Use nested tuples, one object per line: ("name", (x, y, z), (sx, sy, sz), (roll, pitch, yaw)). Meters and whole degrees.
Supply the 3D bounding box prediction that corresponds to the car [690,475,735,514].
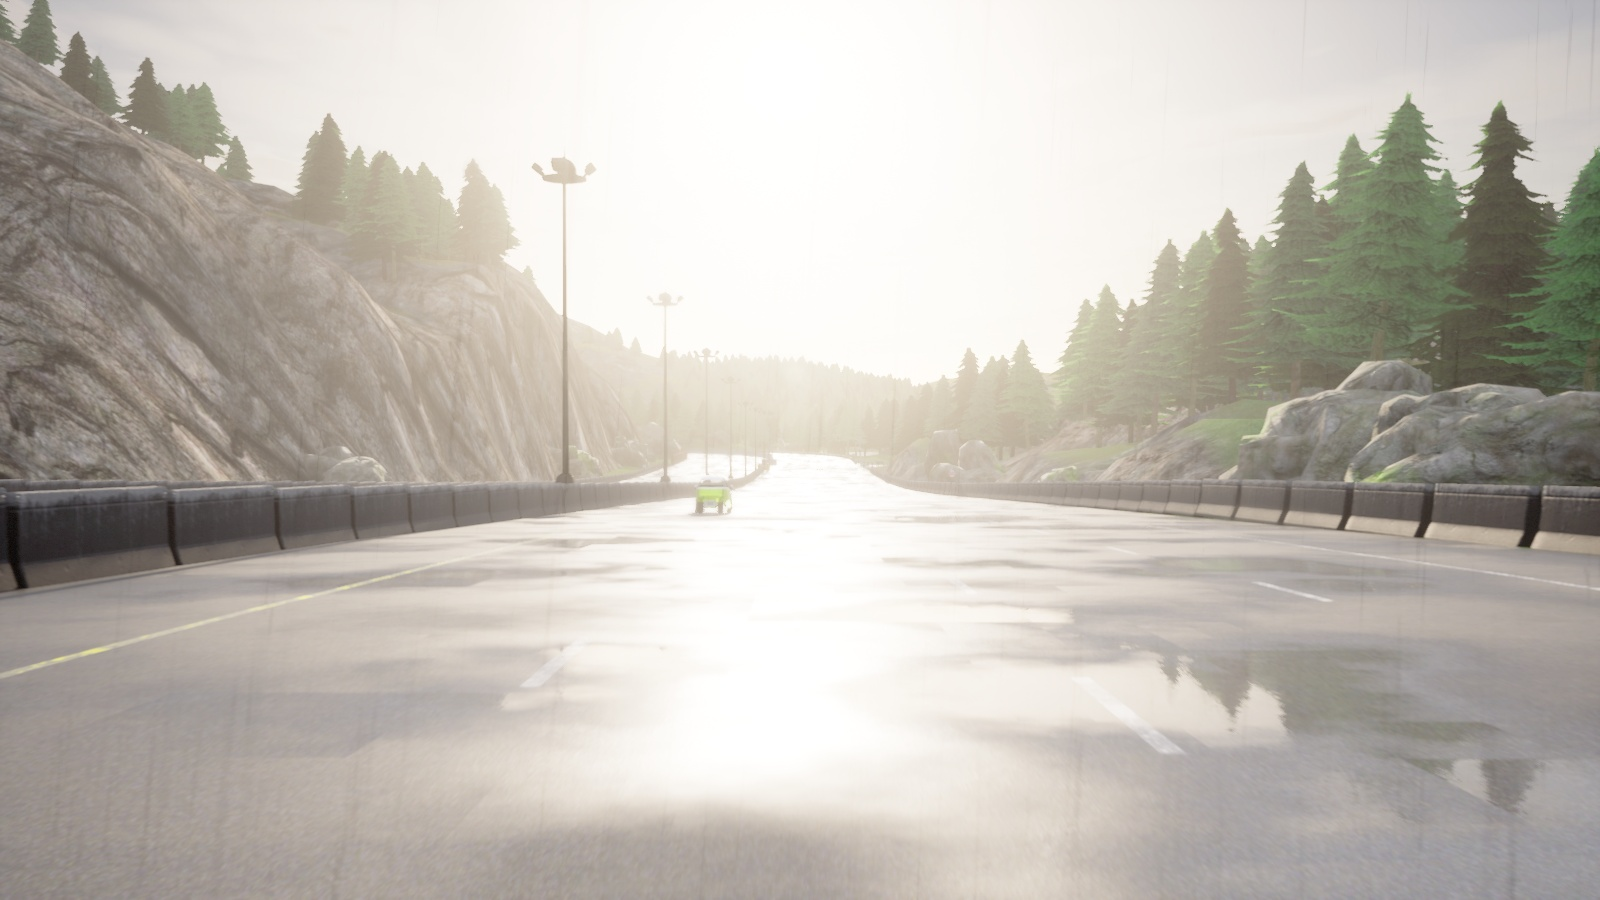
("car", (-3.224, 1.626, 46.423), (1.481, 1.376, 2.207), (0, -1, 0))
